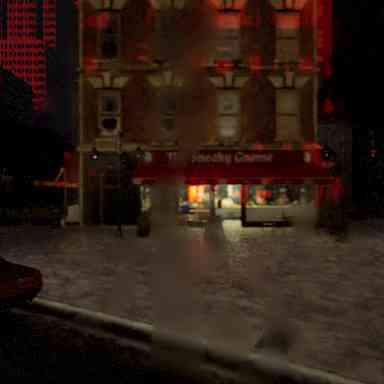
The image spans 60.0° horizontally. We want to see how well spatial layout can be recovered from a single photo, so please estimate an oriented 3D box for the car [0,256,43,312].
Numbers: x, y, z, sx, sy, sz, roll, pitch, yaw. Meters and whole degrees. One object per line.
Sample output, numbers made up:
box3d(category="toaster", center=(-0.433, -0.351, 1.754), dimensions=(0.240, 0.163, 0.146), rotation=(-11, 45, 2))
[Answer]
box3d(category="car", center=(-5.116, 1.587, 6.288), dimensions=(4.718, 1.301, 1.895), rotation=(0, 0, 30))
